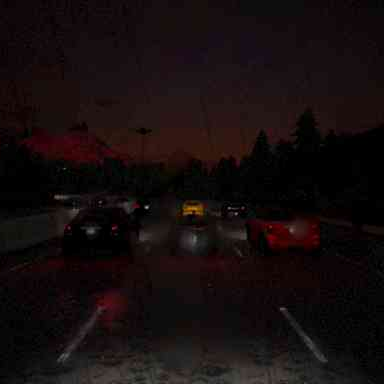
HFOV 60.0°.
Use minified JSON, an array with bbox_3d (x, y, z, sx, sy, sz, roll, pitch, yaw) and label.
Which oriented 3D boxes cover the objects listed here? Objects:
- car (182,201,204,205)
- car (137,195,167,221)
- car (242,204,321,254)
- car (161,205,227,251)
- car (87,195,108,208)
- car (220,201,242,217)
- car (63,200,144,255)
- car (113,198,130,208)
[{"bbox_3d":[0.085,1.522,30.614,1.882,1.535,5.008,0,0,0],"label":"car"},{"bbox_3d":[-3.429,1.264,28.033,2.150,2.045,5.566,0,0,0],"label":"car"},{"bbox_3d":[3.570,1.371,13.780,2.097,1.767,4.553,0,0,0],"label":"car"},{"bbox_3d":[0.072,1.513,14.068,2.128,1.511,4.902,0,0,0],"label":"car"},{"bbox_3d":[-14.298,1.425,50.735,2.097,1.767,4.553,0,0,-3],"label":"car"},{"bbox_3d":[3.577,1.534,29.091,2.128,1.511,4.902,0,0,0],"label":"car"},{"bbox_3d":[-3.432,1.372,13.454,2.097,1.767,4.553,0,0,0],"label":"car"},{"bbox_3d":[-10.844,1.640,51.558,1.994,1.385,4.181,0,0,-3],"label":"car"}]
